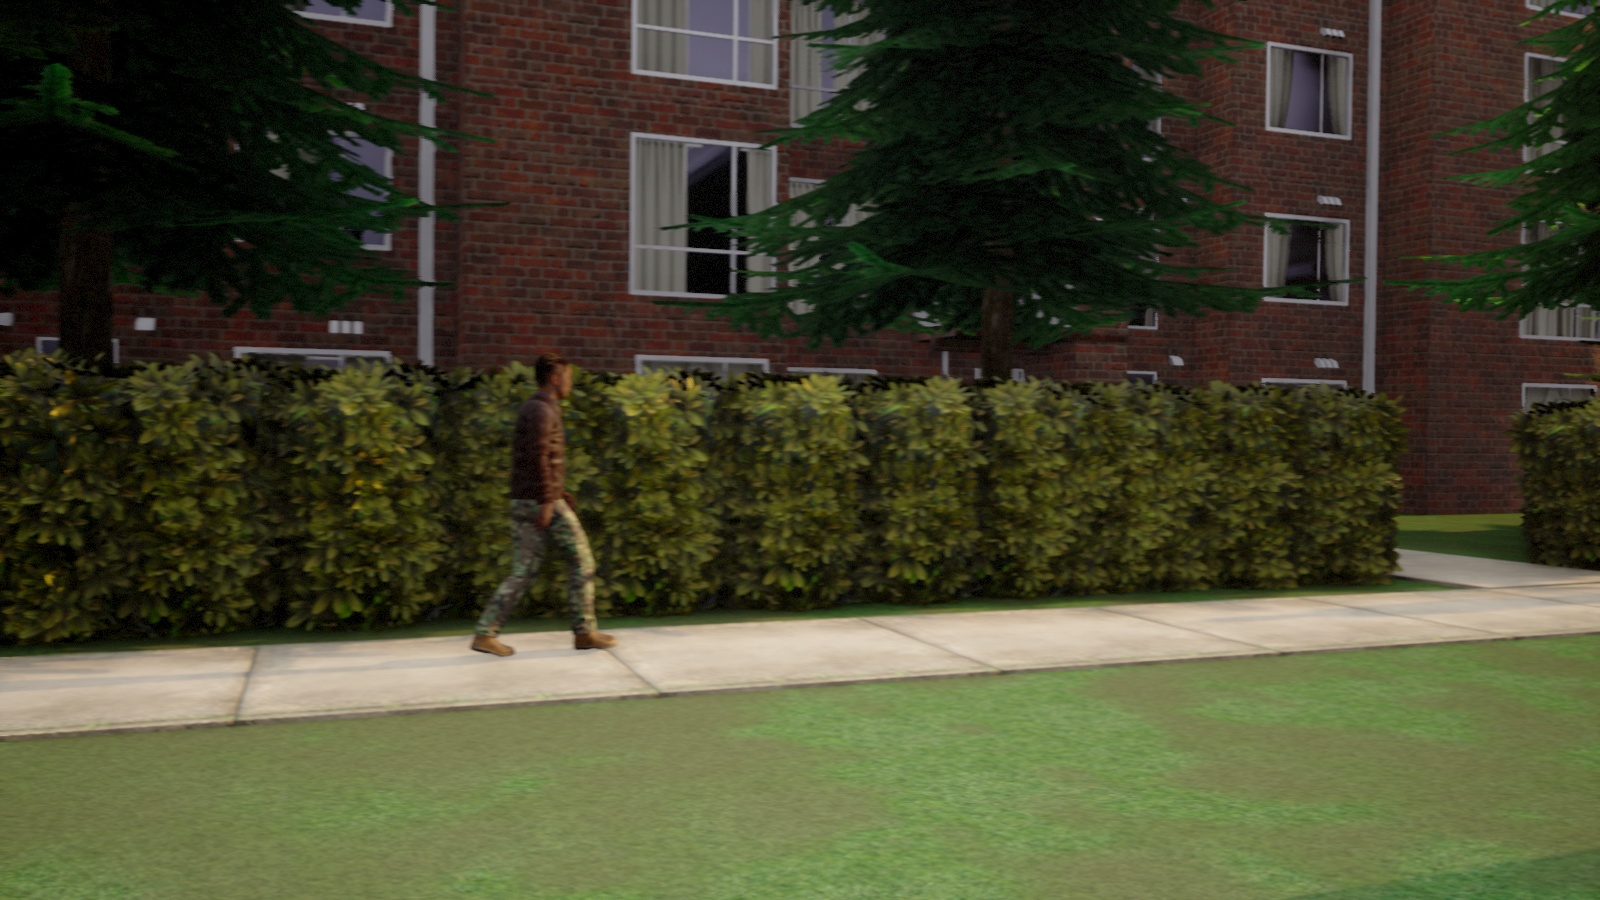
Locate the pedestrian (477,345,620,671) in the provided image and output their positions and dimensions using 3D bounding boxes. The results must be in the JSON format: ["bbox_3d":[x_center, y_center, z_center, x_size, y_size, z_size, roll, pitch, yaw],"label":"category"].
[{"bbox_3d":[-1.490,0.322,7.441,0.703,1.840,0.431,-1,1,-30],"label":"pedestrian"}]
